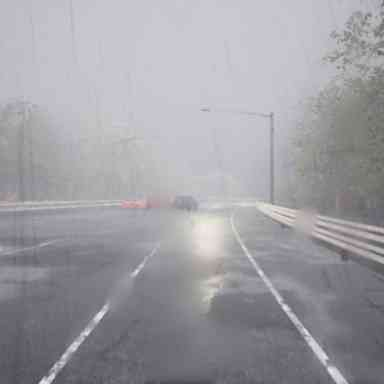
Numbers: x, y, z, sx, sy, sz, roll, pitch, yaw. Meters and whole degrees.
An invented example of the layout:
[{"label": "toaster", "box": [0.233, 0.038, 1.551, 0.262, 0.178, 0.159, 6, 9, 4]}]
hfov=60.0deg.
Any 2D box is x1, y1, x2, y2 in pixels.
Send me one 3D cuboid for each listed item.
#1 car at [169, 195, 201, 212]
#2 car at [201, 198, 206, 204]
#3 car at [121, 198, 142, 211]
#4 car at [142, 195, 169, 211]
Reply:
[{"label": "car", "box": [-0.823, 1.469, 42.790, 2.150, 2.045, 5.566, 0, -1, 14]}, {"label": "car", "box": [2.406, 2.252, 85.019, 1.882, 1.535, 5.008, 0, -1, 14]}, {"label": "car", "box": [-7.614, 1.576, 44.483, 2.097, 1.767, 4.553, 0, -1, 14]}, {"label": "car", "box": [-4.204, 1.459, 43.689, 2.150, 2.045, 5.566, 0, -1, 14]}]
